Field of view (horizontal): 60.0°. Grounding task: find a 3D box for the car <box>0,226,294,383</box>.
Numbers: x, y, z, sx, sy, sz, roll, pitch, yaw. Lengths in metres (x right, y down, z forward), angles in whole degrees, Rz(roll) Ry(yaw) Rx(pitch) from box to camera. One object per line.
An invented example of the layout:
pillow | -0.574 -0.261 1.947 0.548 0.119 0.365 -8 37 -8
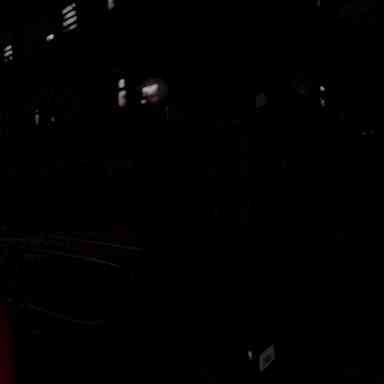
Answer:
car | -1.384 1.337 3.880 5.009 1.841 2.192 0 -1 36
